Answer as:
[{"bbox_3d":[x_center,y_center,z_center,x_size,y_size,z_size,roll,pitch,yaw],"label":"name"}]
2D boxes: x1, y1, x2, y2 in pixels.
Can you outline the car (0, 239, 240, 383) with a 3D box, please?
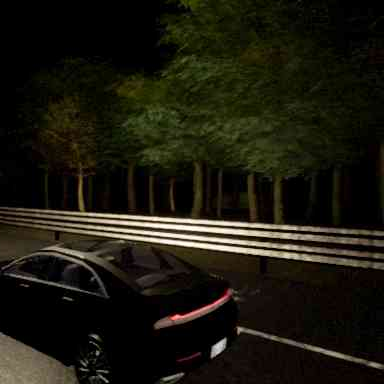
[{"bbox_3d":[-1.666,1.495,5.086,4.902,1.511,2.128,0,0,36],"label":"car"}]
